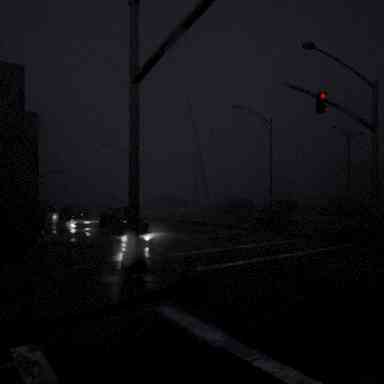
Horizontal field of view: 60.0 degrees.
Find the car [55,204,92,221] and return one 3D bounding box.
[{"bbox_3d":[-10.462,1.764,29.715,1.994,1.385,4.181,0,0,-36],"label":"car"}]

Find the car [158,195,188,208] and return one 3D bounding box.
[{"bbox_3d":[-2.480,1.330,49.075,3.866,1.878,1.905,0,0,-36],"label":"car"}]

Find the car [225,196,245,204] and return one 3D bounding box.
[{"bbox_3d":[8.473,1.610,64.932,3.633,1.501,1.845,0,0,-36],"label":"car"}]

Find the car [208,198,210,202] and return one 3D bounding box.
[{"bbox_3d":[5.946,1.648,81.551,4.514,1.523,2.007,0,0,-36],"label":"car"}]

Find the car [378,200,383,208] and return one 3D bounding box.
[{"bbox_3d":[29.241,1.376,48.150,3.866,1.878,1.905,0,0,-36],"label":"car"}]

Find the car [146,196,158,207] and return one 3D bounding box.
[{"bbox_3d":[-4.507,1.350,51.197,4.605,1.855,1.932,0,0,-36],"label":"car"}]

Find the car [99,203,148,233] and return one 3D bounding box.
[{"bbox_3d":[-4.547,1.724,21.480,1.812,1.442,4.674,0,0,-36],"label":"car"}]

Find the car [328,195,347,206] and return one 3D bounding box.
[{"bbox_3d":[20.930,1.381,46.242,4.605,1.855,1.932,0,0,-36],"label":"car"}]

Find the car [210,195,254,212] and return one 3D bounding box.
[{"bbox_3d":[4.969,1.404,38.673,5.027,1.636,2.152,0,0,-36],"label":"car"}]

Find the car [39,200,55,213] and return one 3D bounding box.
[{"bbox_3d":[-17.628,1.707,39.771,1.837,1.490,4.892,0,0,-35],"label":"car"}]

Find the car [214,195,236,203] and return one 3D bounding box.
[{"bbox_3d":[7.815,1.639,79.031,5.027,1.636,2.152,0,0,-36],"label":"car"}]

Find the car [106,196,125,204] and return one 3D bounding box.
[{"bbox_3d":[-15.215,1.631,66.386,3.633,1.501,1.845,0,0,-36],"label":"car"}]

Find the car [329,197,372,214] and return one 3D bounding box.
[{"bbox_3d":[16.832,1.561,34.769,4.514,1.523,2.007,0,0,-36],"label":"car"}]

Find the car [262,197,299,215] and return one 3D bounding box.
[{"bbox_3d":[8.969,1.482,33.643,3.806,1.475,1.970,0,0,-36],"label":"car"}]

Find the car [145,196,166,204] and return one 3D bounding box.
[{"bbox_3d":[-7.447,1.656,68.283,3.806,1.475,1.970,0,0,-36],"label":"car"}]

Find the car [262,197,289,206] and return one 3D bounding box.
[{"bbox_3d":[14.256,1.586,56.783,4.514,1.523,2.007,0,0,-36],"label":"car"}]
